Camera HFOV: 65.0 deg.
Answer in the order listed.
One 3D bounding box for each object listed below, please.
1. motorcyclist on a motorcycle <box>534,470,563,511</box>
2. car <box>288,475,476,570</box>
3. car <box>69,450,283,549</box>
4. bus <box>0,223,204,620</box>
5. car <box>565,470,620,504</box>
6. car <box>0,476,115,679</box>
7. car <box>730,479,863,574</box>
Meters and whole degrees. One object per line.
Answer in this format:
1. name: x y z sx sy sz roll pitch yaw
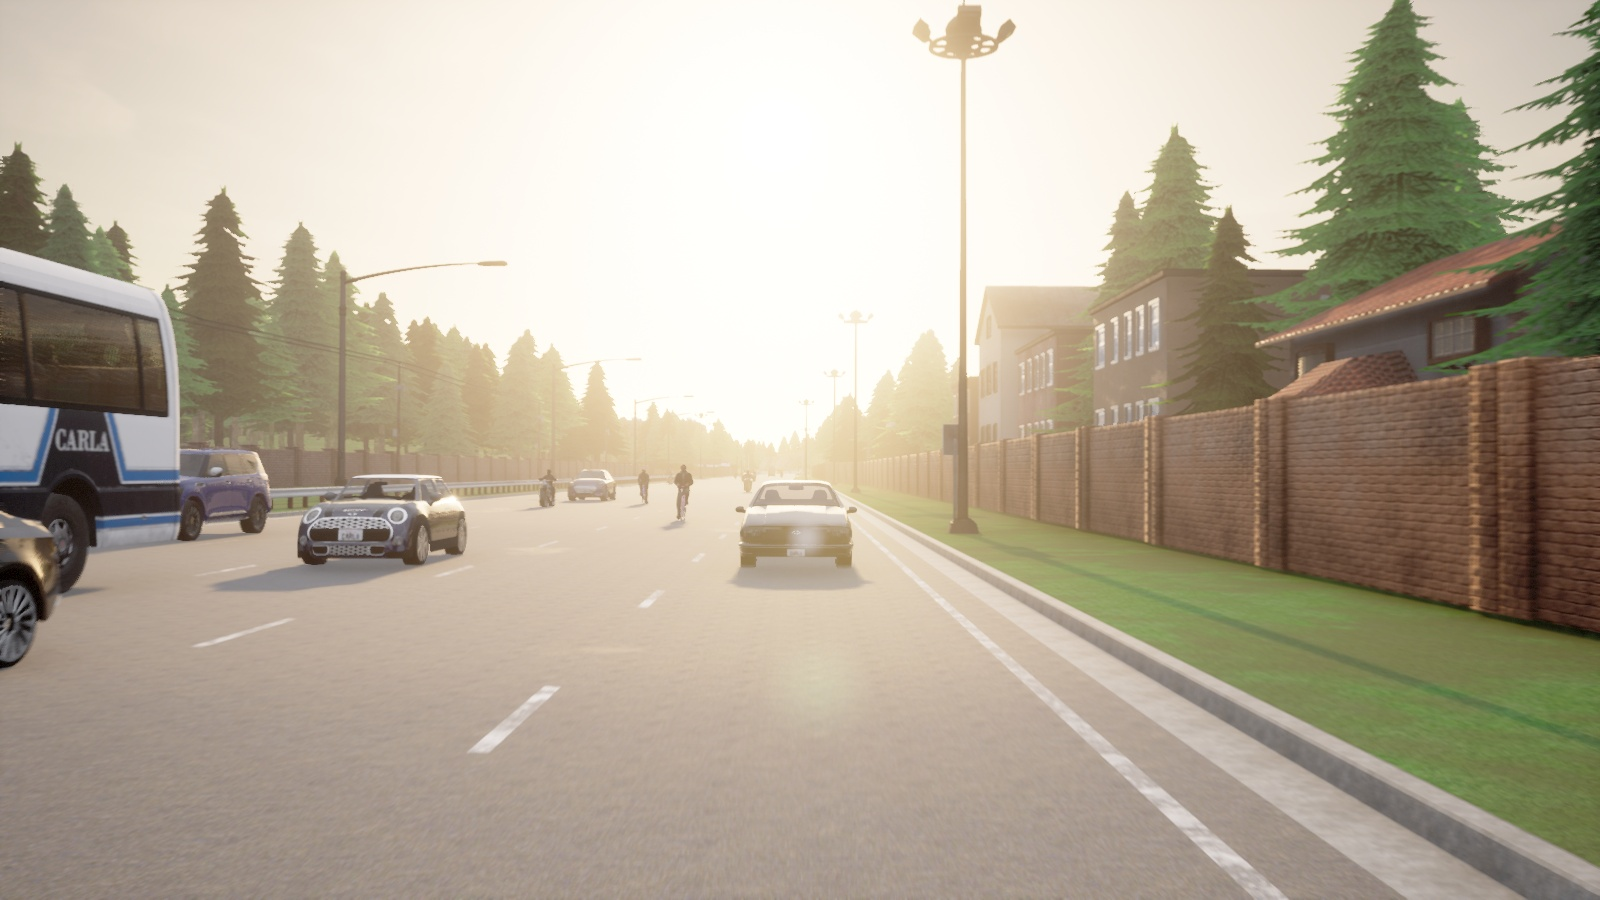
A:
1. motorcyclist on a motorcycle: -10.629 1.695 53.062 0.766 1.649 2.350 0 -1 0
2. car: -7.053 1.170 21.611 1.970 1.475 3.806 0 -1 0
3. car: -14.071 1.072 28.806 2.150 2.045 5.566 0 -1 0
4. bus: -10.537 -0.304 12.917 3.944 4.253 10.273 0 -1 0
5. car: -10.658 1.871 64.819 2.033 1.649 4.856 0 -1 0
6. car: -7.021 0.941 8.466 2.128 1.511 4.902 0 -1 0
7. car: -0.054 1.229 21.937 2.033 1.411 5.357 0 -1 0
